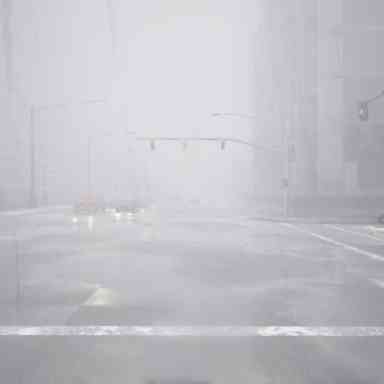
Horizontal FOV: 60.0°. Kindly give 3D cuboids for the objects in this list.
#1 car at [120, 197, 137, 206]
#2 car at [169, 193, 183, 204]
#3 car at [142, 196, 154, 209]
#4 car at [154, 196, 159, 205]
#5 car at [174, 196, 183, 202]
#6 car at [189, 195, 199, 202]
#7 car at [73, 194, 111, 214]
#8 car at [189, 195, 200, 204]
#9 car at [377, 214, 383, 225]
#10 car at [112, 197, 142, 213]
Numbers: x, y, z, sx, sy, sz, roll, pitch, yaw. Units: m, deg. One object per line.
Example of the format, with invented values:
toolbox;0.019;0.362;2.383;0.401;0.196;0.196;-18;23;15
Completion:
car;-10.411;1.525;55.010;1.812;1.442;4.674;0;0;1
car;-3.160;1.221;64.890;2.150;2.045;5.566;0;0;1
car;-7.043;1.547;46.515;2.033;1.411;5.357;0;0;2
car;-6.840;1.491;58.105;2.128;1.511;4.902;0;0;1
car;-2.985;1.510;75.533;1.895;1.301;4.718;0;0;1
car;0.512;1.523;75.182;2.128;1.511;4.902;0;0;1
car;-10.725;1.221;35.334;2.150;2.045;5.566;0;0;1
car;0.403;1.525;63.158;1.812;1.442;4.674;0;0;1
car;13.957;1.564;20.710;4.181;1.385;1.994;0;0;0
car;-7.195;1.564;37.273;1.994;1.385;4.181;0;0;1
